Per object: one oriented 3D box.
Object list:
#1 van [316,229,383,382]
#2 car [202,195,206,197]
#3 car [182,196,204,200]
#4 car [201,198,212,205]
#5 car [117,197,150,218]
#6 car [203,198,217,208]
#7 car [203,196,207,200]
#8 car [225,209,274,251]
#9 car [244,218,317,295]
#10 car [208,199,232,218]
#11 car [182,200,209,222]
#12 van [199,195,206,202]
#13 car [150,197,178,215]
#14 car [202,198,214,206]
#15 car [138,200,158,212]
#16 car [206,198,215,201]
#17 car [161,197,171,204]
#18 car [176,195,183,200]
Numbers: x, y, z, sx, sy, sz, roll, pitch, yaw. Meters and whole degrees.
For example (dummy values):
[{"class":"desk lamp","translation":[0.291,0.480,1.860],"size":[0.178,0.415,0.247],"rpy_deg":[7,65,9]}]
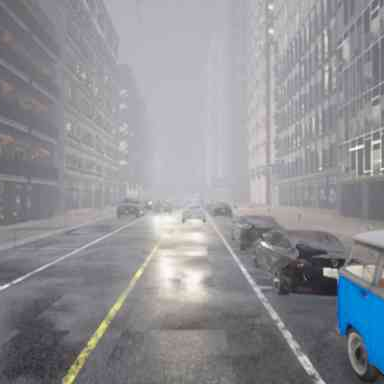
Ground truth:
[{"class":"van","translation":[2.711,1.351,2.890],"size":[1.690,1.788,3.998],"rpy_deg":[1,0,0]},{"class":"car","translation":[2.787,1.589,48.098],"size":[1.967,1.590,4.097],"rpy_deg":[1,0,0]},{"class":"car","translation":[0.169,1.636,42.843],"size":[2.163,1.488,4.792],"rpy_deg":[0,0,0]},{"class":"car","translation":[2.814,1.780,65.051],"size":[1.802,1.307,4.206],"rpy_deg":[1,0,0]},{"class":"car","translation":[-5.620,1.413,31.162],"size":[2.192,1.841,5.009],"rpy_deg":[1,0,0]},{"class":"car","translation":[2.795,1.716,53.749],"size":[2.008,1.369,4.403],"rpy_deg":[1,0,0]},{"class":"car","translation":[2.777,1.572,42.448],"size":[1.967,1.590,4.097],"rpy_deg":[1,0,0]},{"class":"car","translation":[2.726,1.612,14.191],"size":[1.947,1.339,4.313],"rpy_deg":[1,0,0]},{"class":"car","translation":[2.716,1.595,8.540],"size":[1.947,1.339,4.313],"rpy_deg":[1,0,0]},{"class":"car","translation":[2.756,1.665,31.145],"size":[1.947,1.339,4.313],"rpy_deg":[1,0,0]},{"class":"car","translation":[0.148,1.611,26.717],"size":[1.812,1.442,4.674],"rpy_deg":[0,0,0]},{"class":"van","translation":[2.857,1.603,87.657],"size":[1.690,1.788,3.998],"rpy_deg":[1,0,0]},{"class":"car","translation":[-3.032,1.604,36.103],"size":[2.128,1.511,4.902],"rpy_deg":[0,0,0]},{"class":"car","translation":[2.805,1.733,59.401],"size":[2.008,1.369,4.403],"rpy_deg":[1,0,0]},{"class":"car","translation":[-5.605,1.698,42.463],"size":[1.947,1.339,4.313],"rpy_deg":[1,0,0]},{"class":"car","translation":[2.766,1.660,36.795],"size":[1.887,1.381,4.507],"rpy_deg":[1,0,0]},{"class":"car","translation":[-5.556,1.739,70.550],"size":[1.752,1.417,4.829],"rpy_deg":[1,0,0]},{"class":"car","translation":[-2.868,1.440,76.794],"size":[1.812,1.442,4.674],"rpy_deg":[0,0,0]}]
